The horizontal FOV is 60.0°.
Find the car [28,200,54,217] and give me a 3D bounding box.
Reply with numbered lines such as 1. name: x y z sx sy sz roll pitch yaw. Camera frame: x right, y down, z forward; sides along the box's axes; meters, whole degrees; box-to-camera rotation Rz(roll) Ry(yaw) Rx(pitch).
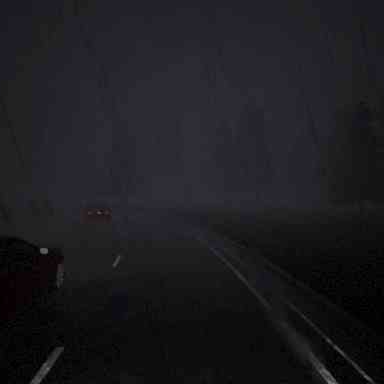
1. car: -14.620 1.533 32.062 2.128 1.511 4.902 0 0 -31

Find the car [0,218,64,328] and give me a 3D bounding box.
1. car: -3.815 1.489 5.866 1.882 1.535 5.008 0 0 -4

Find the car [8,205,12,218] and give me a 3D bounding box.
1. car: -16.528 1.612 28.475 1.994 1.385 4.181 0 0 -28

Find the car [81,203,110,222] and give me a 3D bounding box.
1. car: -7.689 1.568 26.424 2.033 1.411 5.357 0 0 -22

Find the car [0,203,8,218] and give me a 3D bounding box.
1. car: -7.732 1.374 9.988 2.097 1.767 4.553 0 0 -6
